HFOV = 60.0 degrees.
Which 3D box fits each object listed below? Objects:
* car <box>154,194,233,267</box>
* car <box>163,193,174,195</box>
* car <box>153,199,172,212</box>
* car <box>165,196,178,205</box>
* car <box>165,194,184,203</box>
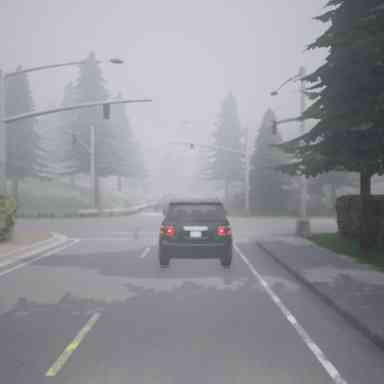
[{"bbox_3d":[0.112,1.222,11.563,2.150,2.045,5.566,0,0,0],"label":"car"},{"bbox_3d":[-3.491,1.228,50.122,2.150,2.045,5.566,0,0,-1],"label":"car"},{"bbox_3d":[-3.518,1.606,40.213,1.895,1.301,4.718,0,0,0],"label":"car"},{"bbox_3d":[-3.759,1.512,60.552,1.837,1.490,4.892,0,0,-8],"label":"car"},{"bbox_3d":[-3.782,1.364,70.885,2.097,1.767,4.553,0,0,-35],"label":"car"}]
